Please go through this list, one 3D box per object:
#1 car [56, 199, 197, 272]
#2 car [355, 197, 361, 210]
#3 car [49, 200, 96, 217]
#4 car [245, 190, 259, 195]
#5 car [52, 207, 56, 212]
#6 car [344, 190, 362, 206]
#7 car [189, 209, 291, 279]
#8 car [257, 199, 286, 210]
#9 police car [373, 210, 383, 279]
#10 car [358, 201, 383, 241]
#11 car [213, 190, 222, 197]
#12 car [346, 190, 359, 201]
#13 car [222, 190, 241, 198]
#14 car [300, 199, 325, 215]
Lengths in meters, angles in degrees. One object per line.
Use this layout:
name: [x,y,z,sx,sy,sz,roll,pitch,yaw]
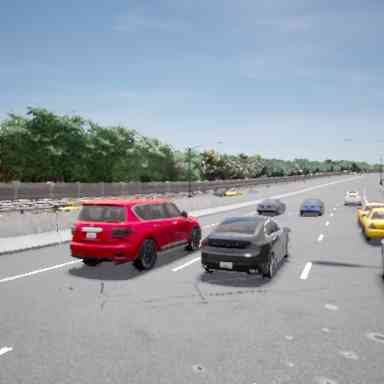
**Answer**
car: [-1.574,1.238,11.286,2.150,2.045,5.566,0,0,24]
car: [11.695,1.360,21.338,1.801,1.575,5.366,0,1,25]
car: [-11.488,1.513,32.282,1.994,1.385,4.181,0,1,25]
car: [11.639,0.369,64.154,1.812,1.442,4.674,0,2,27]
car: [-9.297,1.450,28.667,1.882,1.535,5.008,0,1,25]
car: [20.214,0.906,41.771,1.812,1.442,4.674,0,2,26]
car: [1.818,1.513,10.283,1.837,1.490,4.892,0,0,24]
car: [7.497,1.348,31.178,2.033,1.411,5.357,0,1,25]
police car: [5.151,1.423,6.854,1.930,1.638,5.238,0,0,24]
car: [9.230,1.421,15.945,1.801,1.575,5.366,0,0,24]
car: [5.934,0.309,68.331,1.837,1.490,4.892,0,2,27]
car: [25.357,0.454,52.480,1.882,1.535,5.008,0,2,27]
car: [8.124,0.353,64.948,1.882,1.535,5.008,0,2,27]
car: [11.142,1.319,30.708,2.033,1.411,5.357,0,1,25]
